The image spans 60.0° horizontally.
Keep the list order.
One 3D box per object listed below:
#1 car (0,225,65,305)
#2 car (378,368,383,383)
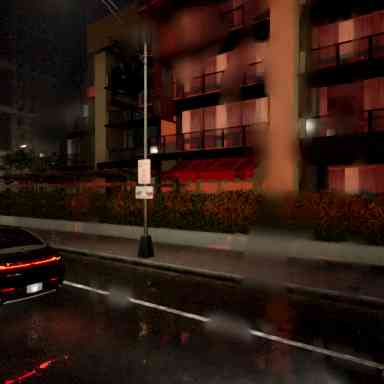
[{"bbox_3d":[-4.857,1.505,7.484,4.892,1.490,1.837,0,0,35],"label":"car"},{"bbox_3d":[3.784,1.547,1.376,5.357,1.411,2.033,0,0,35],"label":"car"}]
